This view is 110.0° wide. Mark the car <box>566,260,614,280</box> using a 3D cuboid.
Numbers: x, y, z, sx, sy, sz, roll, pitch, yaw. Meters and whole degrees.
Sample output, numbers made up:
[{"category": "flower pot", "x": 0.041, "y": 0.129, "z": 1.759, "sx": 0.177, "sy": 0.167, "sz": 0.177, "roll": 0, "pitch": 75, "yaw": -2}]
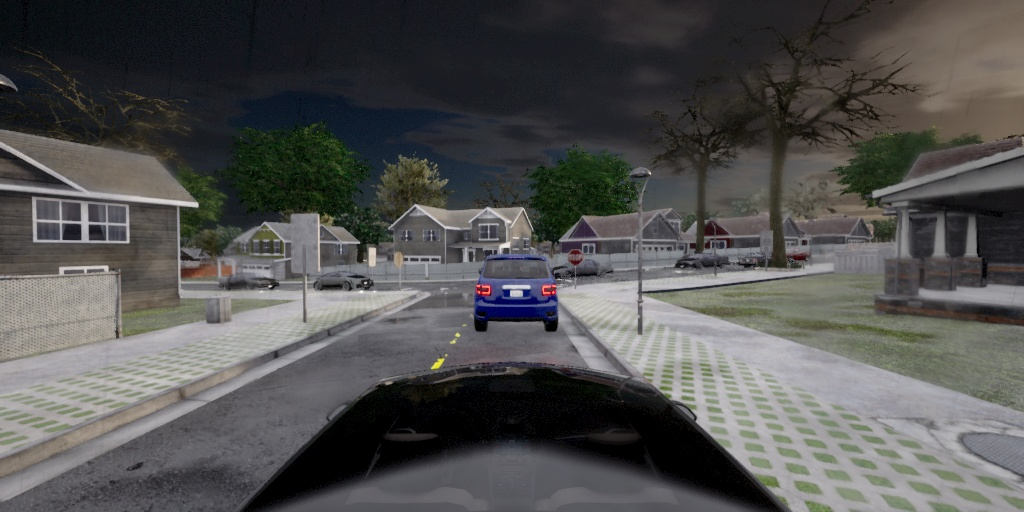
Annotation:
[{"category": "car", "x": 5.008, "y": 0.989, "z": 26.964, "sx": 5.357, "sy": 1.411, "sz": 2.033, "roll": -3, "pitch": 2, "yaw": -20}]

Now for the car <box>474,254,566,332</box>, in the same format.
[{"category": "car", "x": 0.116, "y": 0.967, "z": 11.021, "sx": 2.150, "sy": 2.045, "sz": 5.566, "roll": 0, "pitch": 0, "yaw": 0}]

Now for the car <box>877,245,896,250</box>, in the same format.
[{"category": "car", "x": 44.116, "y": -0.540, "z": 41.625, "sx": 4.892, "sy": 1.490, "sz": 1.837, "roll": -3, "pitch": 2, "yaw": -25}]

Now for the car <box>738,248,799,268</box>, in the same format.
[{"category": "car", "x": 22.169, "y": 0.340, "z": 31.310, "sx": 5.357, "sy": 1.411, "sz": 2.033, "roll": -2, "pitch": 2, "yaw": -25}]

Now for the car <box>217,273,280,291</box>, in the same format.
[{"category": "car", "x": -21.475, "y": 2.092, "z": 29.167, "sx": 5.357, "sy": 1.411, "sz": 2.033, "roll": -2, "pitch": 0, "yaw": 22}]

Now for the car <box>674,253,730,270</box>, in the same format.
[{"category": "car", "x": 17.141, "y": 0.446, "z": 32.214, "sx": 5.357, "sy": 1.411, "sz": 2.033, "roll": -2, "pitch": 2, "yaw": -25}]

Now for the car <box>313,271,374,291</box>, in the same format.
[{"category": "car", "x": -11.919, "y": 1.749, "z": 25.358, "sx": 4.181, "sy": 1.385, "sz": 1.994, "roll": -2, "pitch": 0, "yaw": 21}]

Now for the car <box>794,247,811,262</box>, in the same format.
[{"category": "car", "x": 29.380, "y": -0.114, "z": 37.934, "sx": 5.008, "sy": 1.535, "sz": 1.882, "roll": -2, "pitch": 2, "yaw": -25}]
